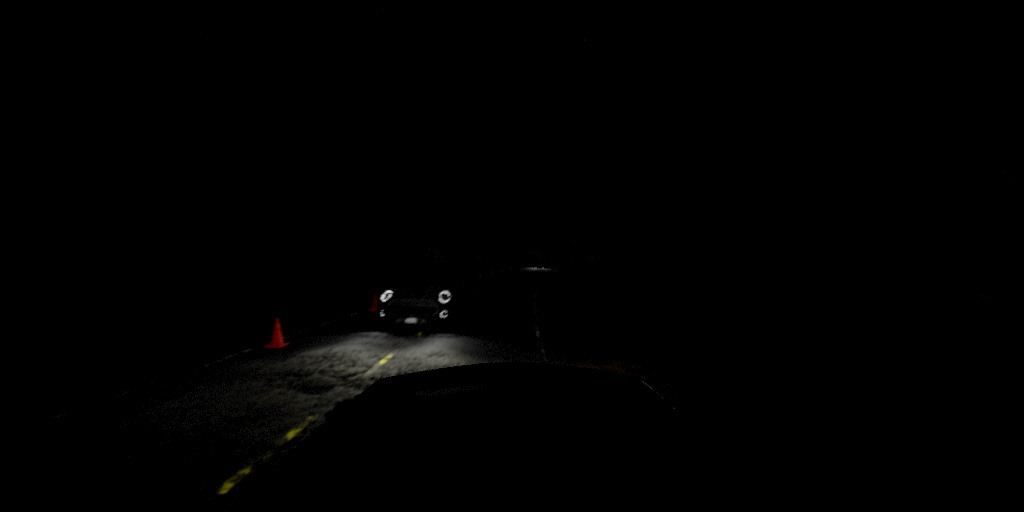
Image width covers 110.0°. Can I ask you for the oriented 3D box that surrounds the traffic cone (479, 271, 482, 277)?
[{"bbox_3d":[-2.920,1.645,32.971,0.340,0.580,0.340,0,0,8],"label":"traffic cone"}]

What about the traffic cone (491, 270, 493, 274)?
[{"bbox_3d":[-2.118,1.649,37.974,0.340,0.580,0.340,0,0,10],"label":"traffic cone"}]

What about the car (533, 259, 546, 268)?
[{"bbox_3d":[4.818,1.262,61.230,1.837,1.490,4.892,1,0,10],"label":"car"}]

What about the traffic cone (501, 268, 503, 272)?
[{"bbox_3d":[-1.192,1.655,42.954,0.340,0.580,0.340,0,0,11],"label":"traffic cone"}]

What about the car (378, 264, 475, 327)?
[{"bbox_3d":[-2.484,1.069,11.447,2.097,1.767,4.553,1,0,3],"label":"car"}]

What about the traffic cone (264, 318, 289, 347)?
[{"bbox_3d":[-5.079,1.639,7.748,0.340,0.580,0.340,0,0,1],"label":"traffic cone"}]

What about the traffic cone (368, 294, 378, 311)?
[{"bbox_3d":[-4.896,1.640,12.811,0.340,0.580,0.340,0,0,3],"label":"traffic cone"}]

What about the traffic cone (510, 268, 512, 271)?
[{"bbox_3d":[-0.145,1.663,47.911,0.340,0.580,0.340,0,0,13],"label":"traffic cone"}]
